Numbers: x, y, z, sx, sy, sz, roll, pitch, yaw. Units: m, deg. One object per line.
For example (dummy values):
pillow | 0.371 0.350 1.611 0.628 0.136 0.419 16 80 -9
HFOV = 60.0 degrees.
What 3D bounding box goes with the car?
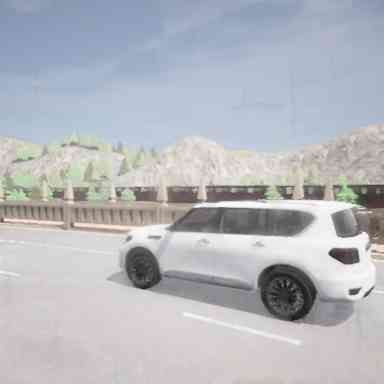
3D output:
car | 0.892 1.185 7.406 5.566 2.045 2.150 0 0 33
